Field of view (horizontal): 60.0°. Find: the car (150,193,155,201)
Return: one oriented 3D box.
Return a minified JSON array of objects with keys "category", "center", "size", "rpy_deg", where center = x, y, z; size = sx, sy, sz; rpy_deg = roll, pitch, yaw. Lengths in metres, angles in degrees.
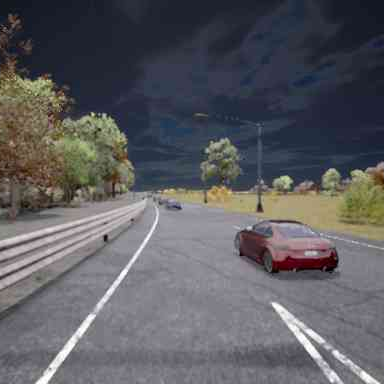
[{"category":"car","center":[-8.255,1.488,78.686],"size":[2.033,1.411,5.357],"rpy_deg":[0,0,-9]}]

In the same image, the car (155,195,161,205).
[{"category":"car","center":[-4.972,1.531,58.519],"size":[2.033,1.411,5.357],"rpy_deg":[0,0,-9]}]

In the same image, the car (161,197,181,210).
[{"category":"car","center":[-2.549,1.552,43.611],"size":[2.033,1.411,5.357],"rpy_deg":[0,0,-9]}]

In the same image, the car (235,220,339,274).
[{"category":"car","center":[2.804,1.589,10.724],"size":[1.994,1.385,4.181],"rpy_deg":[0,0,-9]}]
